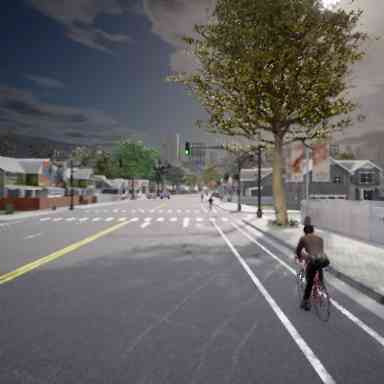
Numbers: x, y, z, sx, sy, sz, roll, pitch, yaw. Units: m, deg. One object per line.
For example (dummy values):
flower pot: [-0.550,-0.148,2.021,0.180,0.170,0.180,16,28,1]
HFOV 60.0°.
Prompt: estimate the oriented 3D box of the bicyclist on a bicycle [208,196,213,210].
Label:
bicyclist on a bicycle: [2.259,1.376,40.201,0.659,1.776,1.843,0,0,0]

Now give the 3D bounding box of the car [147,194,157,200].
car: [-9.738,1.105,81.135,1.812,1.442,4.674,0,0,0]

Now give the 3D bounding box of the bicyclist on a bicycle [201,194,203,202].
bicyclist on a bicycle: [2.260,1.345,74.149,0.659,1.776,1.843,0,0,0]

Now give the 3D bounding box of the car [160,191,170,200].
car: [-6.488,0.806,81.104,2.150,2.045,5.566,0,0,0]

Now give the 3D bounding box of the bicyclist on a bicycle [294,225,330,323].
bicyclist on a bicycle: [2.251,1.456,6.266,0.582,1.620,1.656,0,0,0]
